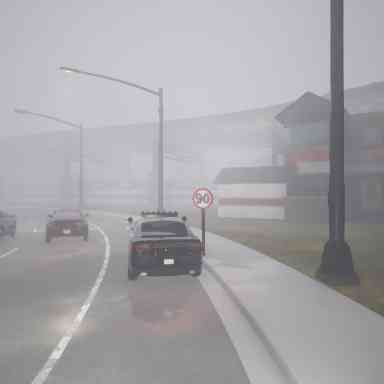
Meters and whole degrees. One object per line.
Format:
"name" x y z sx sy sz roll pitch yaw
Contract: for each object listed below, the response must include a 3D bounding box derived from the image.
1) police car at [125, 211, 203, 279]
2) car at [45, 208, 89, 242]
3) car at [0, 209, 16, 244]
"police car" -1.019 1.425 10.307 1.930 1.638 5.238 0 0 -11
"car" -6.154 1.526 16.521 1.812 1.442 4.674 0 0 -19
"car" -9.451 1.492 15.355 2.128 1.511 4.902 0 0 -19
